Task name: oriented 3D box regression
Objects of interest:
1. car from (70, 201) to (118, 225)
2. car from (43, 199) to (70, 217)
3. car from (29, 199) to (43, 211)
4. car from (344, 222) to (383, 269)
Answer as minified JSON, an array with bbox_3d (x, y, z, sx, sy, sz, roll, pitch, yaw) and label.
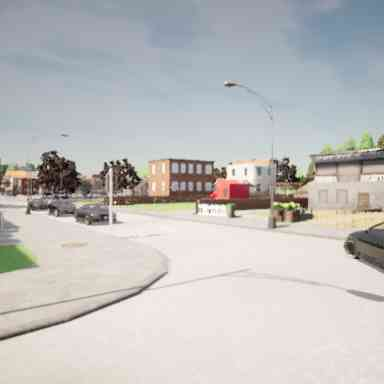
[{"bbox_3d":[-6.866,1.505,23.602,1.994,1.385,4.181,0,0,-36],"label":"car"},{"bbox_3d":[-11.919,1.432,30.612,1.837,1.490,4.892,0,0,-36],"label":"car"},{"bbox_3d":[-17.765,1.473,38.739,1.994,1.385,4.181,0,0,-36],"label":"car"},{"bbox_3d":[6.105,1.531,9.640,1.994,1.385,4.181,0,0,4],"label":"car"}]
